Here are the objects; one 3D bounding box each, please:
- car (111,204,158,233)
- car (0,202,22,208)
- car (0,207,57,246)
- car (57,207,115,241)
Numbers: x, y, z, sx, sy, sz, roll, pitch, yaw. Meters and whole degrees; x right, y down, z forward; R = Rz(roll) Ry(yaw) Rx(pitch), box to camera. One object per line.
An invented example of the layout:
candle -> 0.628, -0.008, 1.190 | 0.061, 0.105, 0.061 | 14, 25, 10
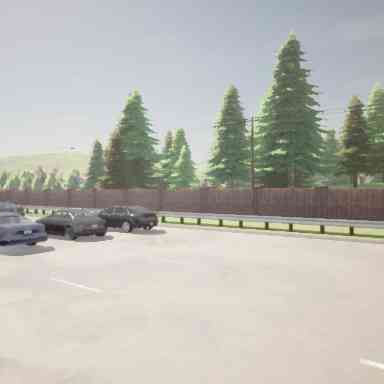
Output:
car -> -4.211, 1.514, 19.770 | 4.892, 1.490, 1.837 | 0, 0, 36
car -> -16.423, 1.561, 28.481 | 5.357, 1.411, 2.033 | 0, 0, 36
car -> -8.276, 1.560, 14.072 | 5.357, 1.411, 2.033 | 0, 0, 36
car -> -6.243, 1.570, 16.921 | 4.181, 1.385, 1.994 | 0, 0, 36
